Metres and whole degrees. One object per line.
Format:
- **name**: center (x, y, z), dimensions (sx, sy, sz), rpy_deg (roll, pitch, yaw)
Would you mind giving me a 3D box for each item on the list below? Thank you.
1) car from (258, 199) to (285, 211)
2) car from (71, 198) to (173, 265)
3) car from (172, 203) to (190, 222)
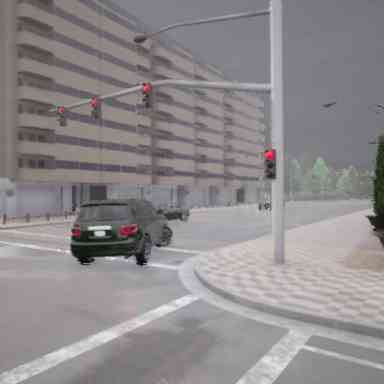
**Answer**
- **car**: center (9.993, 1.590, 41.731), dimensions (1.882, 1.535, 5.008), rpy_deg (-1, 0, 36)
- **car**: center (-2.345, 1.267, 12.072), dimensions (2.150, 2.045, 5.566), rpy_deg (-3, 0, 5)
- **car**: center (-2.096, 1.604, 25.057), dimensions (2.128, 1.511, 4.902), rpy_deg (-1, 0, 35)
